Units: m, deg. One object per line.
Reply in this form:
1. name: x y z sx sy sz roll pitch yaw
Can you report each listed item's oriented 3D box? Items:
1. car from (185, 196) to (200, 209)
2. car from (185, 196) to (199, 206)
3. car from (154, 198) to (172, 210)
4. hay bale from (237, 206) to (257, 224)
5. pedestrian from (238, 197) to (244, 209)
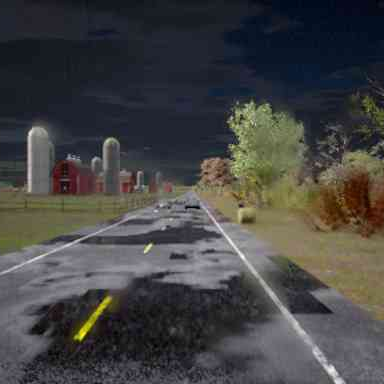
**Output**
1. car: 0.066 1.551 44.077 1.994 1.385 4.181 0 0 0
2. car: -0.009 1.477 55.995 2.128 1.511 4.902 0 0 0
3. car: -3.593 1.481 41.970 2.128 1.511 4.902 0 0 0
4. hay bale: 4.003 1.649 24.213 1.220 1.180 1.240 1 1 0
5. pedestrian: 3.696 1.295 25.331 0.375 1.860 0.375 -1 1 -2
